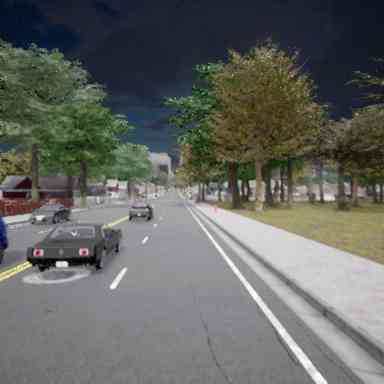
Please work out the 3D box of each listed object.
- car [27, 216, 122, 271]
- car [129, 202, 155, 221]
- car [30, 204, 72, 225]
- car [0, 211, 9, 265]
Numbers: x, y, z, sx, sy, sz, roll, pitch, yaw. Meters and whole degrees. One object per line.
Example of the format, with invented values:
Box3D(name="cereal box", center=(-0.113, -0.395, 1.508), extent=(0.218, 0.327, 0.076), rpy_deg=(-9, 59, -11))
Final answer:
Box3D(name="car", center=(-3.591, 1.671, 11.193), extent=(1.895, 1.301, 4.718), rpy_deg=(0, 0, -2))
Box3D(name="car", center=(-4.375, 1.646, 29.359), extent=(2.128, 1.511, 4.902), rpy_deg=(0, 0, -2))
Box3D(name="car", center=(-10.924, 1.687, 26.054), extent=(2.128, 1.511, 4.902), rpy_deg=(0, 0, -2))
Box3D(name="car", center=(-6.919, 1.310, 8.525), extent=(2.150, 2.045, 5.566), rpy_deg=(0, 0, -2))
